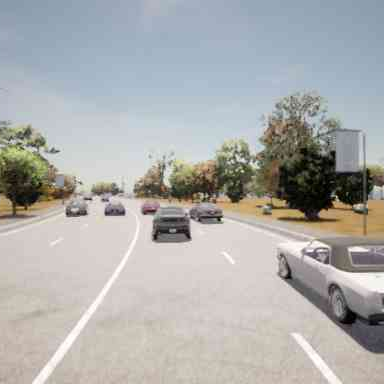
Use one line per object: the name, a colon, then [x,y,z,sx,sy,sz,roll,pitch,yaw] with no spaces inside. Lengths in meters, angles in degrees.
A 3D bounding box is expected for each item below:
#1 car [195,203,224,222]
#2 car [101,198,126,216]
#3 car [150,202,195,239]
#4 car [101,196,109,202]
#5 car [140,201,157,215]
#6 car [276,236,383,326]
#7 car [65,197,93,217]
car: [1.044,1.553,26.567,2.033,1.411,5.357,0,0,-10]
car: [-7.459,1.582,32.272,1.994,1.385,4.181,0,0,-13]
car: [-1.164,1.511,17.566,1.837,1.490,4.892,0,0,-7]
car: [-18.849,1.530,72.143,2.033,1.411,5.357,0,0,-18]
car: [-4.324,1.579,35.093,1.994,1.385,4.181,0,0,-13]
car: [3.316,1.595,7.073,1.895,1.301,4.718,0,0,-3]
car: [-10.984,1.513,32.030,2.128,1.511,4.902,0,0,-13]
